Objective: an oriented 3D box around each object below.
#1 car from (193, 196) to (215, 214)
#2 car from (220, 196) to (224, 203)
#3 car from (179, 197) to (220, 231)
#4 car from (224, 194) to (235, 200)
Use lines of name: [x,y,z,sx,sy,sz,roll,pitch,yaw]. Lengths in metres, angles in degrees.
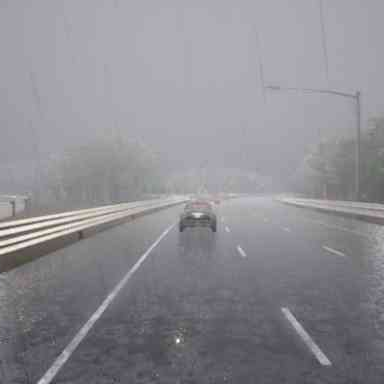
car: [1.339,1.325,35.464,2.097,1.767,4.553,0,0,4]
car: [4.426,1.552,62.822,1.895,1.301,4.718,0,0,9]
car: [0.413,1.338,20.449,2.097,1.767,4.553,0,0,2]
car: [9.671,1.282,91.113,2.097,1.767,4.553,0,0,13]
